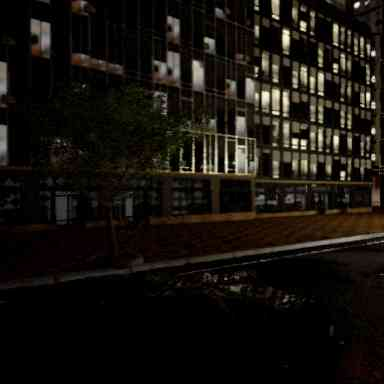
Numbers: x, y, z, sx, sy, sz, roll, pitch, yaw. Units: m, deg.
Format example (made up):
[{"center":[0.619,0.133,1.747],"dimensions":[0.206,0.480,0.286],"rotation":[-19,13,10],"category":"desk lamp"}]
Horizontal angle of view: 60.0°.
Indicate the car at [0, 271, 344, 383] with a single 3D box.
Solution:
[{"center":[-0.825,1.556,2.984],"dimensions":[5.357,1.411,2.033],"rotation":[1,0,-35],"category":"car"}]
